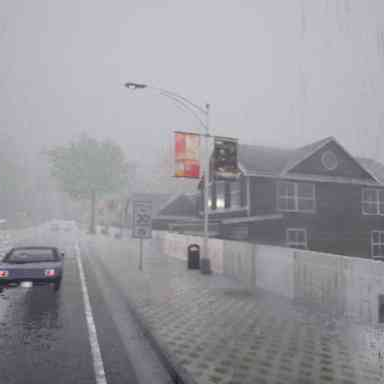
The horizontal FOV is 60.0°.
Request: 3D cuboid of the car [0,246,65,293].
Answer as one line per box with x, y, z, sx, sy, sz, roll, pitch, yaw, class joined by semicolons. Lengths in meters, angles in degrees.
-5.511;2.553;11.687;1.895;1.301;4.718;3;-6;-20;car
